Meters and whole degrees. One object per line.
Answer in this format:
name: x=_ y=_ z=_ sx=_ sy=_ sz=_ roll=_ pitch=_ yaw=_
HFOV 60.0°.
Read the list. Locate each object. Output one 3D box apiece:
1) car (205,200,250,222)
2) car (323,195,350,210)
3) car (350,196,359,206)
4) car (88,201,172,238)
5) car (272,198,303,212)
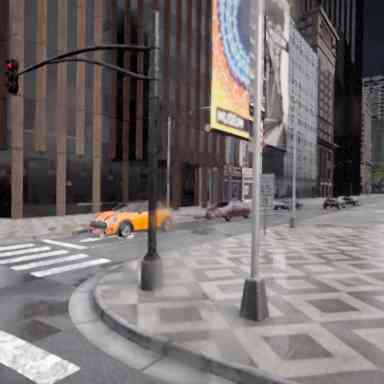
car: x=2.859 y=1.389 z=25.647 sx=1.812 sy=1.442 sz=4.674 roll=1 pitch=1 yaw=36
car: x=17.633 y=1.339 z=41.060 sx=1.837 sy=1.490 sz=4.892 roll=1 pitch=1 yaw=36
car: x=23.617 y=1.293 z=49.598 sx=1.837 sy=1.490 sz=4.892 roll=1 pitch=1 yaw=35
car: x=-3.084 y=1.255 z=17.294 sx=2.097 sy=1.767 sz=4.553 roll=1 pitch=1 yaw=36
car: x=10.586 y=1.357 z=36.541 sx=2.033 sy=1.411 sz=5.357 roll=1 pitch=1 yaw=35
